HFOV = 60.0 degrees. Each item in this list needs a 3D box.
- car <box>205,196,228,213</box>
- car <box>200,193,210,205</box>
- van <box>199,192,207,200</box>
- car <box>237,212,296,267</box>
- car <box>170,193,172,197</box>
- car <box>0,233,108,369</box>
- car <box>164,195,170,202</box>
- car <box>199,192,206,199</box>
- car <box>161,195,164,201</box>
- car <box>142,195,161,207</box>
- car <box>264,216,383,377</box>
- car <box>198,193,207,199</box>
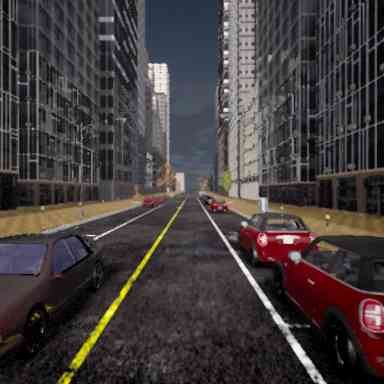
[{"bbox_3d":[2.678,1.373,33.992,1.887,1.381,4.507,0,0,0],"label":"car"},{"bbox_3d":[2.671,1.295,51.069,1.947,1.339,4.313,0,0,0],"label":"car"},{"bbox_3d":[2.661,0.892,79.529,1.690,1.788,3.998,0,0,0],"label":"van"},{"bbox_3d":[2.686,1.385,11.222,1.967,1.590,4.097,0,0,0],"label":"car"},{"bbox_3d":[-5.716,1.191,68.150,1.947,1.339,4.313,0,0,0],"label":"car"},{"bbox_3d":[-3.003,1.517,6.166,2.033,1.411,5.357,0,0,0],"label":"car"},{"bbox_3d":[-5.713,1.205,62.458,1.887,1.381,4.507,0,0,0],"label":"car"},{"bbox_3d":[2.667,1.226,62.453,1.947,1.339,4.313,0,0,0],"label":"car"},{"bbox_3d":[-5.709,1.312,51.073,1.802,1.307,4.206,0,0,0],"label":"car"},{"bbox_3d":[-5.707,1.308,45.379,1.887,1.381,4.507,0,0,0],"label":"car"},{"bbox_3d":[2.689,1.413,5.530,1.967,1.590,4.097,0,0,0],"label":"car"},{"bbox_3d":[2.659,0.953,85.221,1.967,1.590,4.097,0,0,0],"label":"car"}]
